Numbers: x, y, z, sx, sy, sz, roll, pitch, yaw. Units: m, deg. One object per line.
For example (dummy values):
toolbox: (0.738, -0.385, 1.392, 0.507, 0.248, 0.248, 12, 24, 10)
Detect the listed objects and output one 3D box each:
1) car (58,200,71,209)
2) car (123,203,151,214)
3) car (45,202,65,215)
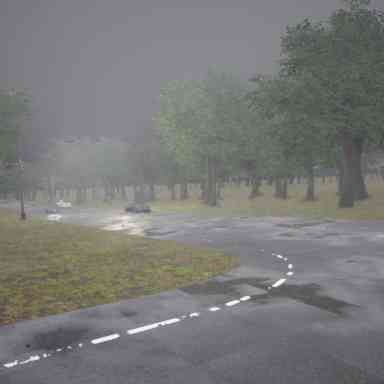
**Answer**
car: (-29.135, 2.771, 75.364, 2.150, 2.045, 5.566, -4, 1, -36)
car: (-7.650, 2.279, 45.794, 2.033, 1.411, 5.357, -4, 1, -36)
car: (-23.786, 3.046, 56.653, 2.128, 1.511, 4.902, -4, 1, -32)
